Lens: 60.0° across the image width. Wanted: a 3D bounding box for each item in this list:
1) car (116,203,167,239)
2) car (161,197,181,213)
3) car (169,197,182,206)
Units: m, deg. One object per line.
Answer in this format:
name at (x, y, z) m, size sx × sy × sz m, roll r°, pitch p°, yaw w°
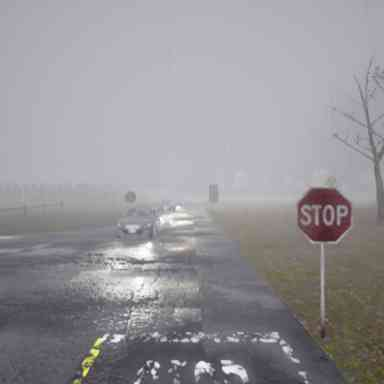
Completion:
car at (-2.759, 1.544, 17.836) m, size 2.128 × 1.511 × 4.902 m, roll 0°, pitch 0°, yaw 0°
car at (-2.770, 1.596, 38.155) m, size 2.128 × 1.511 × 4.902 m, roll 0°, pitch 0°, yaw 0°
car at (-2.780, 1.611, 56.947) m, size 2.128 × 1.511 × 4.902 m, roll 0°, pitch 0°, yaw 0°
